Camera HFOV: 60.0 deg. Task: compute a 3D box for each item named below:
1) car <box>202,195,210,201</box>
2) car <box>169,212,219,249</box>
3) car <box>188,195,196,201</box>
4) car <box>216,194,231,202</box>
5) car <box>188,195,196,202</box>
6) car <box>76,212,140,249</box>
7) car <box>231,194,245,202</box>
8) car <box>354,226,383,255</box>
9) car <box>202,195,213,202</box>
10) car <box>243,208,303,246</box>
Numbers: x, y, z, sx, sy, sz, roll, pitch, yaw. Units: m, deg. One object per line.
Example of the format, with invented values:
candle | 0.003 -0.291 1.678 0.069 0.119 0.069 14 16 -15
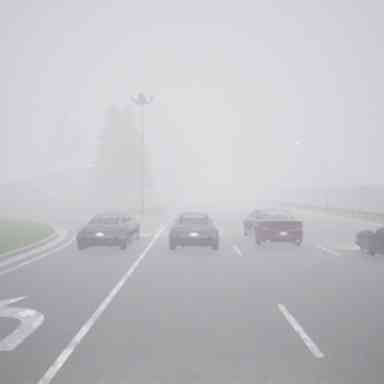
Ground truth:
car | 3.500 1.441 83.635 1.812 1.442 4.674 0 0 0
car | 0.080 1.565 14.480 1.994 1.385 4.181 0 0 0
car | 0.000 1.445 82.802 1.994 1.385 4.181 0 0 0
car | 7.000 1.507 74.461 1.812 1.442 4.674 0 0 0
car | 0.000 1.587 72.824 1.895 1.301 4.718 0 0 0
car | -3.478 1.565 14.481 1.994 1.385 4.181 0 0 -1
car | 10.500 1.532 73.210 2.033 1.411 5.357 0 0 0
car | 7.056 1.548 10.195 2.033 1.411 5.357 0 0 1
car | 3.500 1.474 73.211 1.837 1.490 4.892 0 0 0
car | 3.583 1.478 15.444 1.882 1.535 5.008 0 0 0
